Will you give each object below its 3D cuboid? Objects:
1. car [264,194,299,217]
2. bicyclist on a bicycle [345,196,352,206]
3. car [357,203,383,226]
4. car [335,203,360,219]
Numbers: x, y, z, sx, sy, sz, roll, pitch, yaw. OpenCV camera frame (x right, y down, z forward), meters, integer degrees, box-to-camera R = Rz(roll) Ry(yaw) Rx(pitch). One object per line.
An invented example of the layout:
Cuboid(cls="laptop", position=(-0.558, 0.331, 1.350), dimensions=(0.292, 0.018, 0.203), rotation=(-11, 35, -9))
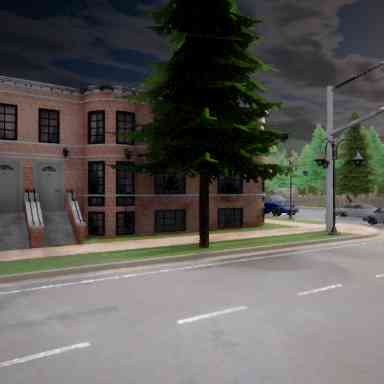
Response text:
Cuboid(cls="car", position=(7.584, 1.221, 31.827), dimensions=(2.150, 2.045, 5.566), rotation=(0, 0, -31))
Cuboid(cls="bicyclist on a bicycle", position=(19.180, 1.301, 40.651), dimensions=(1.656, 1.620, 0.582), rotation=(0, 0, -31))
Cuboid(cls="car", position=(13.156, 1.601, 20.953), dimensions=(1.895, 1.301, 4.718), rotation=(0, 0, -17))
Cuboid(cls="car", position=(14.250, 1.601, 27.455), dimensions=(1.895, 1.301, 4.718), rotation=(0, 0, -31))
